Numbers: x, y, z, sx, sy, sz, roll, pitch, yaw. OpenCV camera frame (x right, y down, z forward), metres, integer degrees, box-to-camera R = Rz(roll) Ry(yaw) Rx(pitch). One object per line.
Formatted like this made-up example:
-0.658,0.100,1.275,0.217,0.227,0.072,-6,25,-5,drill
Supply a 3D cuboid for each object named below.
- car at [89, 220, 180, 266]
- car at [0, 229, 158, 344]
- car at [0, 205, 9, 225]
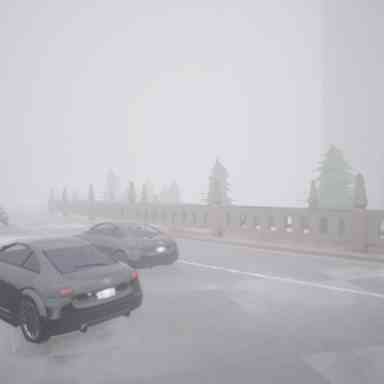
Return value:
-2.389,1.594,10.722,4.181,1.385,1.994,0,0,41,car
-2.908,1.581,6.562,4.181,1.385,1.994,0,0,39,car
-14.391,1.606,23.752,2.033,1.411,5.357,0,0,-36,car
